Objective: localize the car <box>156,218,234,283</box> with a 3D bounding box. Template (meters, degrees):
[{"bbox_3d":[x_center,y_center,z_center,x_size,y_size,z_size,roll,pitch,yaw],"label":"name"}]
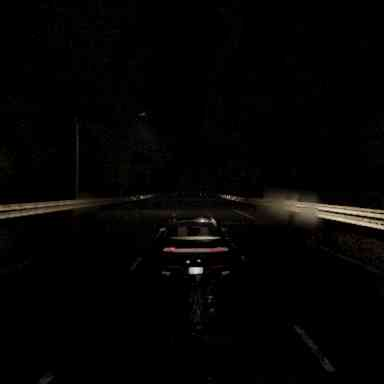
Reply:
[{"bbox_3d":[0.040,1.487,9.680,2.128,1.511,4.902,0,0,-1],"label":"car"}]
